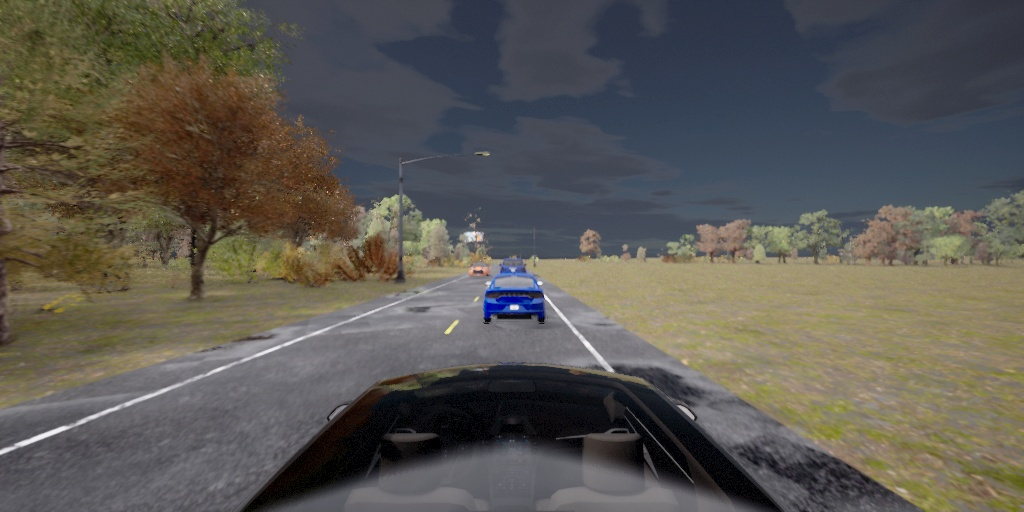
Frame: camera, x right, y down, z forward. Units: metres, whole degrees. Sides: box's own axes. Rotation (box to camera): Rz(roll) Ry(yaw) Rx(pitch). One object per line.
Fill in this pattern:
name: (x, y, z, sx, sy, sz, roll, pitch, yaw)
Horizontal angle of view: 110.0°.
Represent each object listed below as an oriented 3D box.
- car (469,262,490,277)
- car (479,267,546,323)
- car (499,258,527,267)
car: (-3.609, 1.451, 40.389, 2.097, 1.767, 4.553, 0, -1, 0)
car: (0.079, 1.325, 12.584, 1.882, 1.535, 5.008, 0, -1, 0)
car: (0.082, 1.234, 30.769, 2.150, 2.045, 5.566, 0, 0, 0)
